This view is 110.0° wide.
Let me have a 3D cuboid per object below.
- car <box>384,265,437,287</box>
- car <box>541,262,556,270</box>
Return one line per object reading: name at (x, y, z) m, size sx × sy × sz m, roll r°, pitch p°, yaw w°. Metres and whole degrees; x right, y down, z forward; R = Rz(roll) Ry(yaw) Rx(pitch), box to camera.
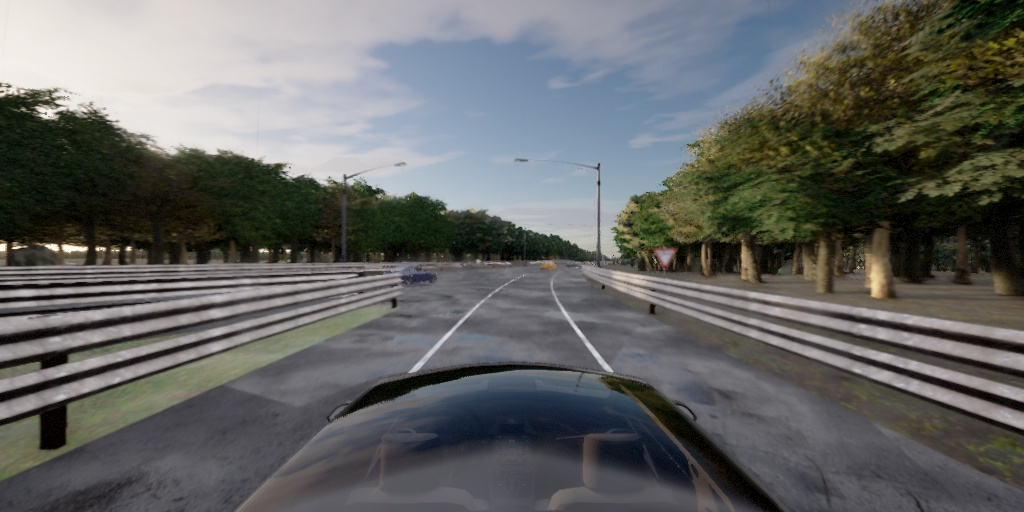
car at (-7.310, 1.387, 25.938) m, size 1.812 × 1.442 × 4.674 m, roll 0°, pitch 0°, yaw 22°
car at (6.501, 1.704, 63.186) m, size 1.882 × 1.535 × 5.008 m, roll 0°, pitch 0°, yaw 19°
